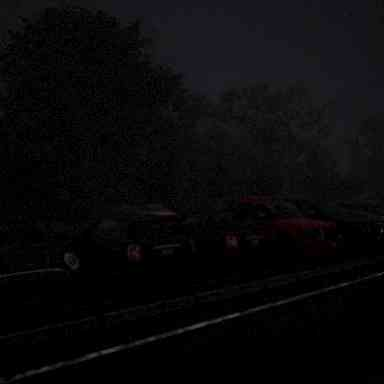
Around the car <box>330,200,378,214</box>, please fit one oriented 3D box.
[{"bbox_3d":[19.716,1.731,40.659,2.163,1.488,4.792,0,0,-36],"label":"car"}]

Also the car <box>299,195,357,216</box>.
[{"bbox_3d":[15.195,1.431,37.428,2.435,2.045,5.566,0,0,-36],"label":"car"}]

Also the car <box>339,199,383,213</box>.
[{"bbox_3d":[21.846,1.699,42.446,1.946,1.575,5.366,0,0,-36],"label":"car"}]

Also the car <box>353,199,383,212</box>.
[{"bbox_3d":[24.216,1.702,43.907,2.097,1.535,5.008,0,0,-36],"label":"car"}]

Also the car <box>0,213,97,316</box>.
[{"bbox_3d":[-4.091,1.356,7.629,2.185,1.767,4.553,0,0,-36],"label":"car"}]

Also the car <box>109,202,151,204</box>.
[{"bbox_3d":[-5.147,1.534,22.922,2.231,1.521,4.892,0,0,-36],"label":"car"}]

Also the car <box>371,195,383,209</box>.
[{"bbox_3d":[28.745,1.444,47.117,2.435,2.045,5.566,0,0,-36],"label":"car"}]

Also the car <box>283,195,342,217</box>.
[{"bbox_3d":[12.903,1.419,35.859,2.435,2.045,5.566,0,0,-36],"label":"car"}]

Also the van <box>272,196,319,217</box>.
[{"bbox_3d":[10.594,1.427,34.316,1.878,1.987,4.442,0,0,-36],"label":"van"}]

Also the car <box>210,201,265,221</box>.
[{"bbox_3d":[3.905,1.631,29.353,2.163,1.488,4.792,0,0,-36],"label":"car"}]

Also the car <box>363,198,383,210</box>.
[{"bbox_3d":[26.476,1.701,45.522,2.231,1.521,4.892,0,0,-36],"label":"car"}]

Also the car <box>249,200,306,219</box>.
[{"bbox_3d":[8.296,1.633,32.757,1.946,1.575,5.366,0,0,-36],"label":"car"}]

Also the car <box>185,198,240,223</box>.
[{"bbox_3d":[1.612,1.459,27.787,2.185,1.767,4.553,0,0,-36],"label":"car"}]

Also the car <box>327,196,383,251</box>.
[{"bbox_3d":[5.065,1.299,14.103,2.435,2.045,5.566,0,0,-36],"label":"car"}]

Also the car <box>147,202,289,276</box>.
[{"bbox_3d":[0.505,1.390,10.839,2.185,1.767,4.553,0,0,-36],"label":"car"}]

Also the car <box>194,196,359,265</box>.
[{"bbox_3d":[2.784,1.282,12.472,2.435,2.045,5.566,0,0,-36],"label":"car"}]

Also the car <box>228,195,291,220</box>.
[{"bbox_3d":[6.130,1.367,31.015,2.435,2.045,5.566,0,0,-36],"label":"car"}]

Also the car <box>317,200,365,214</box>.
[{"bbox_3d":[17.418,1.722,39.088,2.163,1.488,4.792,0,0,-36],"label":"car"}]

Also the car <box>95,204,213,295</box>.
[{"bbox_3d":[-1.775,1.373,9.208,2.185,1.767,4.553,0,0,-36],"label":"car"}]
